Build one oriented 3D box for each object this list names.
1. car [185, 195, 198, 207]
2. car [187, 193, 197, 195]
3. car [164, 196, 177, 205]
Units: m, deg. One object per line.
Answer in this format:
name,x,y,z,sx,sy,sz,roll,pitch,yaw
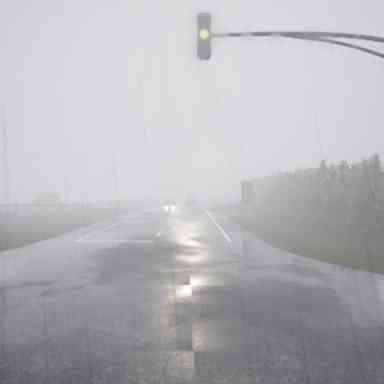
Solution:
car,-0.025,1.540,51.184,1.895,1.301,4.718,0,0,0
car,-0.030,1.132,61.187,2.150,2.045,5.566,0,0,0
car,-3.527,1.406,55.330,2.128,1.511,4.902,0,0,0
